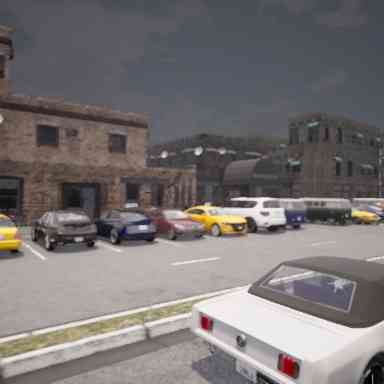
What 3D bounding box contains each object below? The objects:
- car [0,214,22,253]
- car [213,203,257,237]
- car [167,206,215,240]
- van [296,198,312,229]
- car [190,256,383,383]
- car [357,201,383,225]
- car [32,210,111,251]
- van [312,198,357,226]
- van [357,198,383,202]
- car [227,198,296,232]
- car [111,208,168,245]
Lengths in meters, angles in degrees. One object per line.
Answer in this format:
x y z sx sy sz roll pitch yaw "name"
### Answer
-8.020 1.498 13.098 1.946 1.575 5.366 1 0 -36 "car"
1.057 1.601 19.364 2.097 1.535 5.008 1 0 -36 "car"
-1.186 1.614 17.757 2.002 1.452 4.674 1 0 -36 "car"
5.480 1.432 22.661 1.878 1.987 4.442 1 0 -36 "van"
2.389 1.638 4.837 4.718 1.301 1.895 1 0 -36 "car"
12.382 1.747 27.224 1.946 1.575 5.366 1 0 -36 "car"
-5.667 1.526 14.544 2.231 1.521 4.892 1 0 -36 "car"
9.964 1.492 25.867 1.878 1.987 4.442 1 0 -36 "van"
16.695 1.590 30.677 1.878 1.987 4.442 1 0 -36 "van"
3.287 1.377 20.986 2.435 2.045 5.566 1 0 -36 "car"
-3.443 1.579 16.177 2.163 1.488 4.792 1 0 -36 "car"
